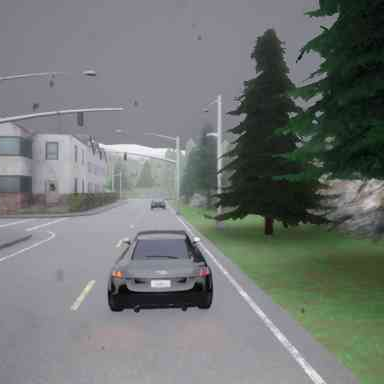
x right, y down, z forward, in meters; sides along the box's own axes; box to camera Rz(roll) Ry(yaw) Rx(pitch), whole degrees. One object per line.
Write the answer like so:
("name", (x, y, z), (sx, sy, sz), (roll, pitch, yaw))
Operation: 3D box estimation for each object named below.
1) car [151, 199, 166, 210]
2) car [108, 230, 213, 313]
("car", (-4.463, 1.601, 43.790), (1.895, 1.301, 4.718), (0, 0, -6))
("car", (-0.703, 1.564, 7.782), (1.994, 1.385, 4.181), (0, 0, -5))
